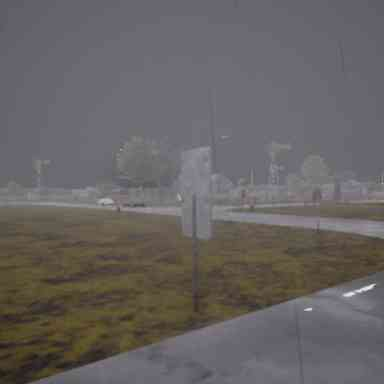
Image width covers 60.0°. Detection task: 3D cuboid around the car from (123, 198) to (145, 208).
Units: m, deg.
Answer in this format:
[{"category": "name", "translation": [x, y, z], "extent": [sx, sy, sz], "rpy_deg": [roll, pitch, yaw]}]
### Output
[{"category": "car", "translation": [-8.718, 1.586, 49.407], "extent": [1.994, 1.385, 4.181], "rpy_deg": [-1, 0, -35]}]

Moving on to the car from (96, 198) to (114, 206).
[{"category": "car", "translation": [-15.295, 1.701, 58.509], "extent": [1.812, 1.442, 4.674], "rpy_deg": [-1, 0, -36]}]
